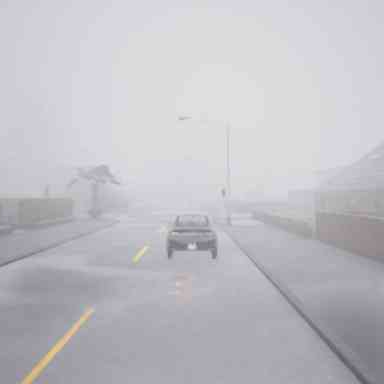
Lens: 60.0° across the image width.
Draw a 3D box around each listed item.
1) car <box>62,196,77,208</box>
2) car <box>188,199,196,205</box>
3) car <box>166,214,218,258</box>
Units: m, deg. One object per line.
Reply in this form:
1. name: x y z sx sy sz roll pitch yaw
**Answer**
1. car: -19.759 1.563 51.881 1.905 1.878 3.866 0 -1 35
2. car: -0.002 2.392 83.430 1.882 1.535 5.008 0 -1 0
3. car: 0.016 1.644 13.464 2.128 1.511 4.902 0 0 0
